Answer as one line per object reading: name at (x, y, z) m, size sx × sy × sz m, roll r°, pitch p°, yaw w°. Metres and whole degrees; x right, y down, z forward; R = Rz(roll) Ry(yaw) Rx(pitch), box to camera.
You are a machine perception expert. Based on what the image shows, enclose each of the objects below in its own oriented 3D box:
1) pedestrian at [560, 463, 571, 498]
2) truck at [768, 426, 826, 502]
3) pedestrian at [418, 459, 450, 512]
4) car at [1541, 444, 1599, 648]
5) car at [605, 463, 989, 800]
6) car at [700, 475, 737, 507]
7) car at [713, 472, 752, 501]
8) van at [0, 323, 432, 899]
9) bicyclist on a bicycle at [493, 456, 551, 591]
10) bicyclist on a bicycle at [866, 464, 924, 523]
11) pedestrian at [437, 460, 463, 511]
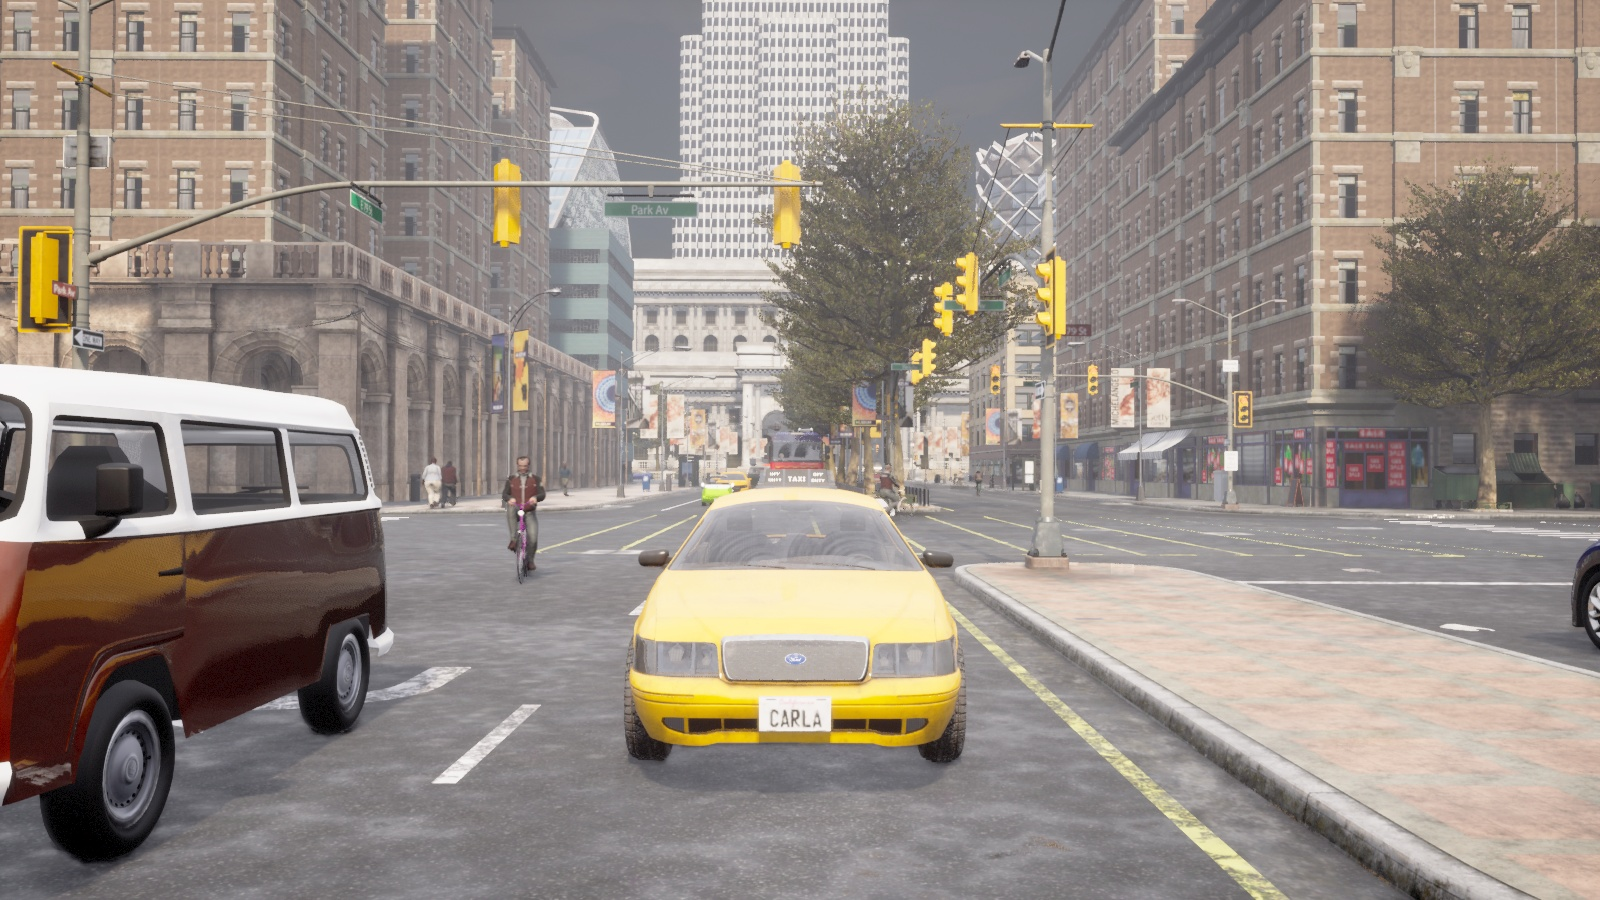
pedestrian at (-12.395, 1.632, 66.344) m, size 0.370 × 1.835 × 0.726 m, roll 0°, pitch -1°, yaw 9°
truck at (-0.158, 0.786, 67.774) m, size 2.891 × 3.827 × 8.468 m, roll 0°, pitch -1°, yaw 0°
pedestrian at (-12.966, 1.268, 44.531) m, size 0.874 × 1.855 × 0.900 m, roll 0°, pitch -1°, yaw -1°
car at (7.978, 0.799, 9.444) m, size 2.097 × 1.767 × 4.553 m, roll 0°, pitch -1°, yaw 0°
car at (-0.020, 0.898, 8.598) m, size 1.801 × 1.575 × 5.366 m, roll 0°, pitch -1°, yaw 0°
car at (-3.627, 1.823, 56.088) m, size 1.481 × 1.376 × 2.207 m, roll 0°, pitch -1°, yaw 0°
car at (-3.657, 1.962, 68.958) m, size 1.882 × 1.535 × 5.008 m, roll 0°, pitch -1°, yaw 0°
van at (-3.515, 0.657, 6.231) m, size 2.069 × 2.038 × 4.480 m, roll 0°, pitch -1°, yaw 0°
bicyclist on a bicycle at (-3.870, 0.995, 17.569) m, size 0.659 × 1.776 × 1.843 m, roll -1°, pitch -1°, yaw -9°
bicyclist on a bicycle at (2.941, 1.321, 38.686) m, size 1.843 × 1.776 × 0.659 m, roll 0°, pitch -2°, yaw -42°
pedestrian at (-12.876, 1.297, 46.219) m, size 0.634 × 1.844 × 0.899 m, roll 0°, pitch -1°, yaw 5°
